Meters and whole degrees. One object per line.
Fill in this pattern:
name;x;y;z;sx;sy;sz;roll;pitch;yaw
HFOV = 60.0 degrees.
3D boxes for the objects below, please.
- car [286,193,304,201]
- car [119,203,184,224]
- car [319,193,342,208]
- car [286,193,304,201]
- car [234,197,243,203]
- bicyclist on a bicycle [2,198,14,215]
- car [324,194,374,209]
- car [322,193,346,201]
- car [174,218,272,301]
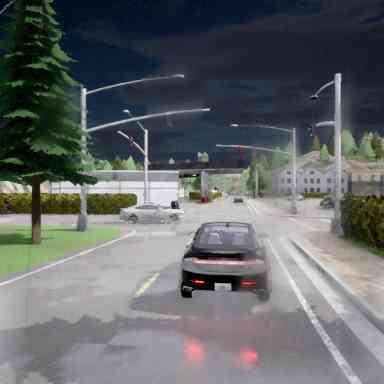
car;24.424;1.077;78.846;3.866;1.878;1.905;0;0;8
car;-2.901;1.525;24.052;4.674;1.442;1.812;0;0;-6
car;18.669;1.330;41.703;5.027;1.636;2.152;0;0;8
car;23.359;1.361;75.638;3.806;1.475;1.970;0;0;8
car;9.435;1.601;67.364;1.895;1.301;4.718;0;0;8
bicyclist on a bicycle;-17.964;1.453;32.495;0.582;1.620;1.656;0;0;7
car;18.287;1.340;38.589;4.514;1.523;2.007;0;0;8
car;31.761;1.097;74.502;4.605;1.855;1.932;0;0;8
car;0.884;1.492;8.373;2.128;1.511;4.902;0;0;8
